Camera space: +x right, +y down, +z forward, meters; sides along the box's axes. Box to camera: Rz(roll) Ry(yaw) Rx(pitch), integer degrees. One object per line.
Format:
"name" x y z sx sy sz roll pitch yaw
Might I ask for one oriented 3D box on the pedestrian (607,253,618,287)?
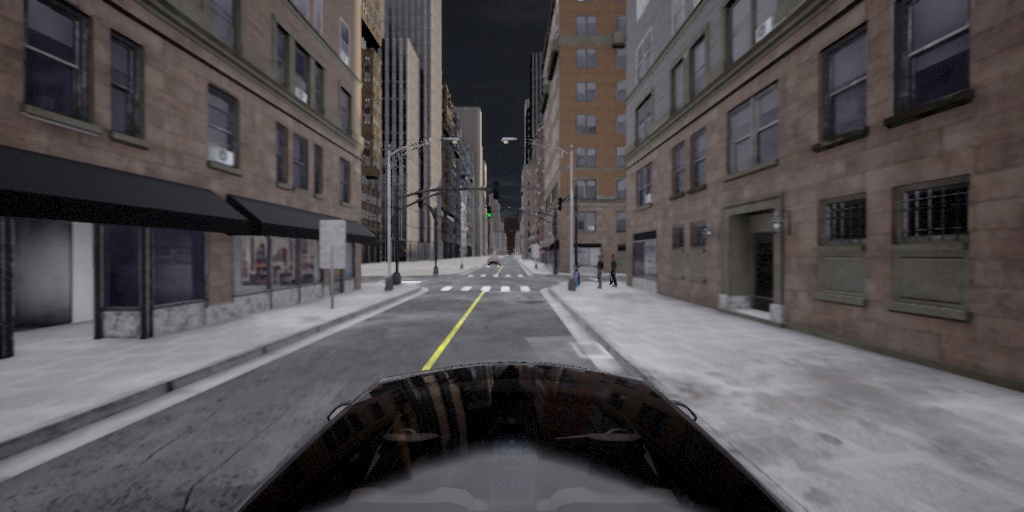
"pedestrian" 5.589 0.783 19.612 0.375 1.860 0.375 0 0 0

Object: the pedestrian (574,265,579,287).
"pedestrian" 3.632 1.064 20.213 0.375 1.300 0.375 0 0 0

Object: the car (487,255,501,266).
"car" -3.044 0.762 60.740 2.097 1.767 4.553 0 0 1

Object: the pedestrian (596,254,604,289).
"pedestrian" 4.632 0.790 19.013 0.375 1.860 0.375 0 0 0
